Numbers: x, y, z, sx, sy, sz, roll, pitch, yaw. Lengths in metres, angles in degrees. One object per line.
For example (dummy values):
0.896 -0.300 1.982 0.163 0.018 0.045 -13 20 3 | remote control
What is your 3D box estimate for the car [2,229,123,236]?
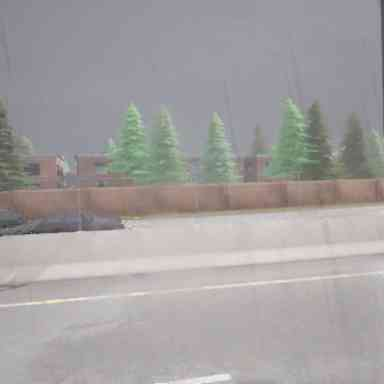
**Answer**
-5.883 1.592 15.396 5.357 1.411 2.033 -2 1 -10 | car
